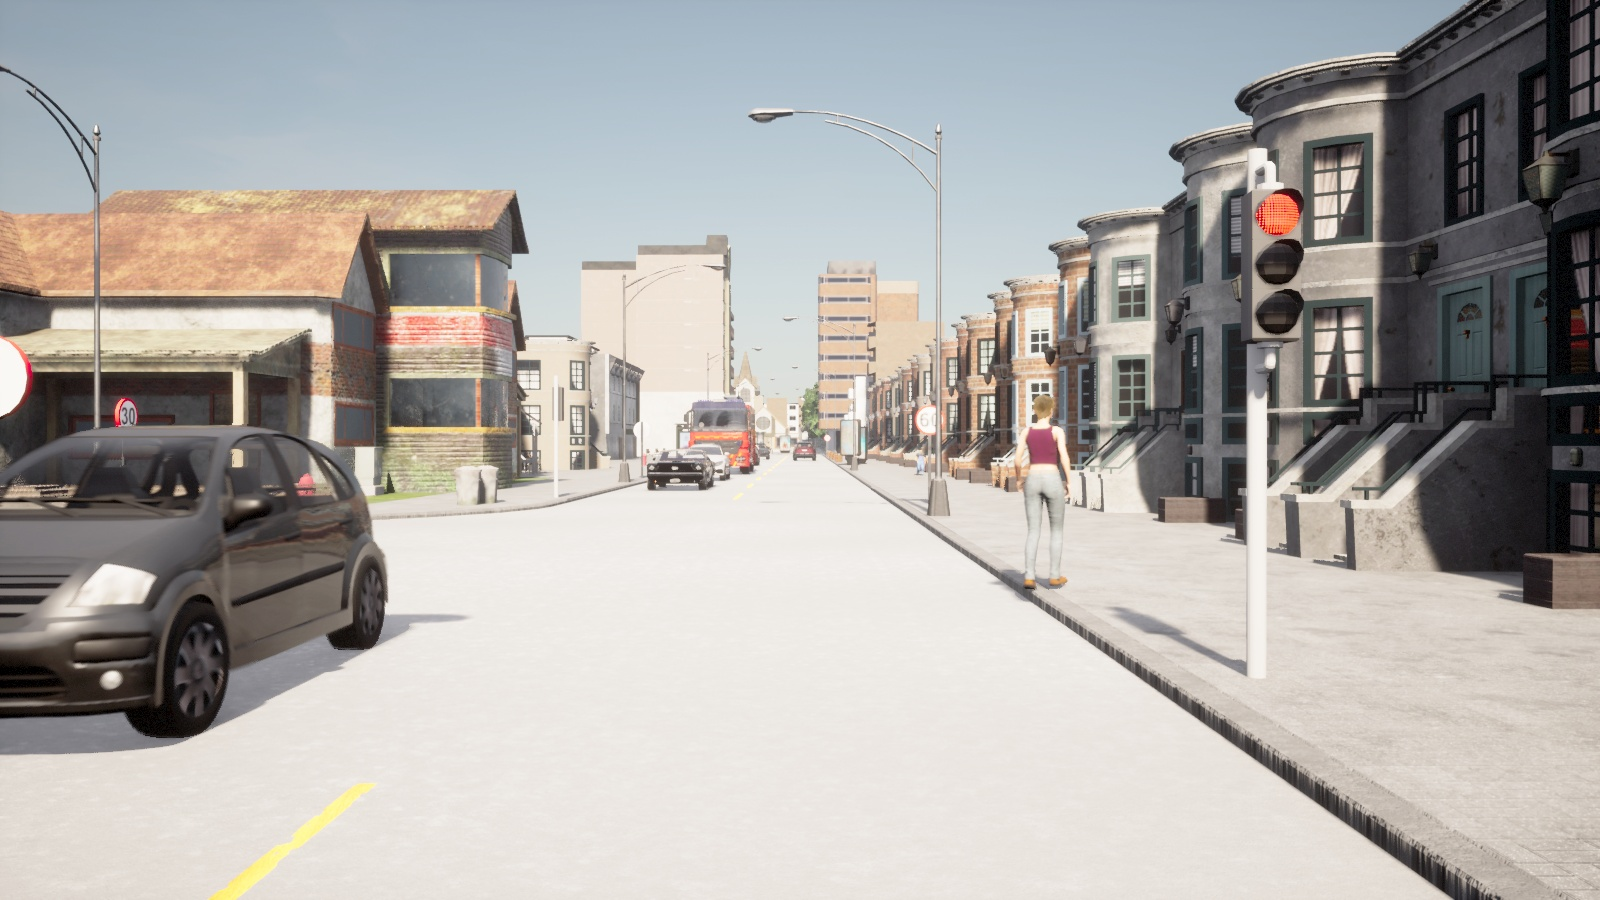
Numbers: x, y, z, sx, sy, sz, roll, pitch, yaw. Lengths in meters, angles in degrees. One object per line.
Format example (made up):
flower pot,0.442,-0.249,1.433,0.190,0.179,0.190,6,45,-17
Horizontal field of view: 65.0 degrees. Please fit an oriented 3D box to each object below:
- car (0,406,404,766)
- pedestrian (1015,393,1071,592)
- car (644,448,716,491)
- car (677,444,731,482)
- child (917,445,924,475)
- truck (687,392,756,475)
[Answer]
car,-3.933,0.598,7.620,1.851,1.617,3.988,0,0,-1
pedestrian,2.301,0.389,11.876,0.345,1.836,0.594,0,0,29
car,-3.852,0.612,41.032,1.895,1.301,4.718,0,0,0
car,-3.820,0.482,50.824,1.812,1.442,4.674,0,0,0
child,5.093,0.441,53.081,0.270,1.263,0.437,0,0,-3
truck,-3.776,-0.773,62.368,2.891,3.827,8.468,0,0,0
